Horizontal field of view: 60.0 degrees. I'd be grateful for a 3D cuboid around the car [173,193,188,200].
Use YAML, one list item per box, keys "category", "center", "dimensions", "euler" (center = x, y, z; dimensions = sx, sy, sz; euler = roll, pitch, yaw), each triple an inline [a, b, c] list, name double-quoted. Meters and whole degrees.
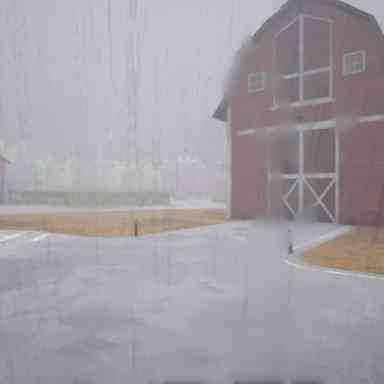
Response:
- category: "car"
  center: [-3.264, 1.285, 94.099]
  dimensions: [1.932, 1.855, 4.605]
  euler: [0, 0, 35]
